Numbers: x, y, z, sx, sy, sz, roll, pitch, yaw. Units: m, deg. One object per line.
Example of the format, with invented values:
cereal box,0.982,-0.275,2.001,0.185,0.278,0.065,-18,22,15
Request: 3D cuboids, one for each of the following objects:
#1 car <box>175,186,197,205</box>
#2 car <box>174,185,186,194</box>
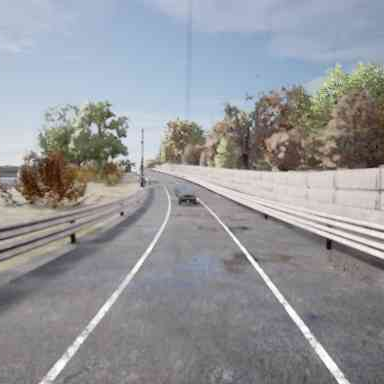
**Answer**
car,-0.544,0.493,34.429,1.837,1.490,4.892,0,4,-4
car,-1.494,-0.277,45.641,2.033,1.411,5.357,0,5,-6
